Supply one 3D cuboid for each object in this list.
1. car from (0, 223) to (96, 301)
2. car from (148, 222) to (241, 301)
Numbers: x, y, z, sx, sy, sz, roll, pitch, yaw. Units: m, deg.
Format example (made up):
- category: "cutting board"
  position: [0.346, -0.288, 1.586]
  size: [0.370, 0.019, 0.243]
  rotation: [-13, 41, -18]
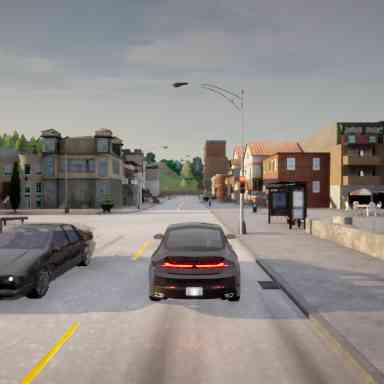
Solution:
- category: "car"
  position: [-4.063, 1.547, 8.729]
  size: [2.033, 1.411, 5.357]
  rotation: [0, 0, 0]
- category: "car"
  position: [0.064, 1.505, 8.288]
  size: [1.837, 1.490, 4.892]
  rotation: [0, 0, 1]
